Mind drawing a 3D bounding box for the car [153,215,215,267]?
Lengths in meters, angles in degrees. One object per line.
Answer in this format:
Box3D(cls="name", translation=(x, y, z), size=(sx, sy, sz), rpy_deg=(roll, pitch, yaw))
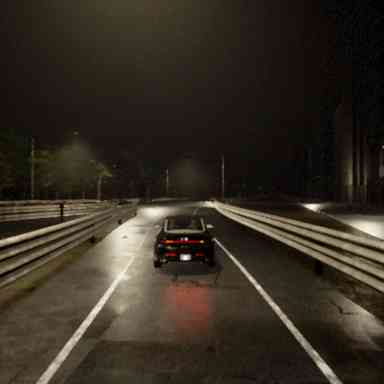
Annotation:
Box3D(cls="car", translation=(-0.295, 1.573, 11.647), size=(1.837, 1.490, 4.892), rpy_deg=(0, 0, -3))
